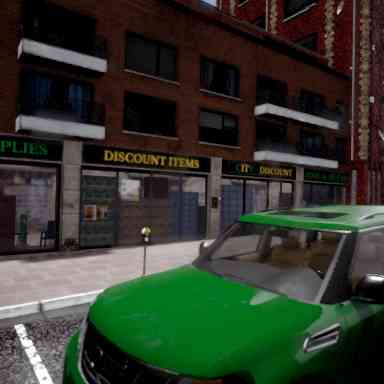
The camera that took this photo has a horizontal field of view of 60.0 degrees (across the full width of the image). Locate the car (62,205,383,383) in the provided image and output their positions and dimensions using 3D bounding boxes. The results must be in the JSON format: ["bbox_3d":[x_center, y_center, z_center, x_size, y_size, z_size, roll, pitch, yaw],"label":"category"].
[{"bbox_3d":[1.464,1.224,3.994,5.566,2.045,2.150,0,0,-36],"label":"car"}]
